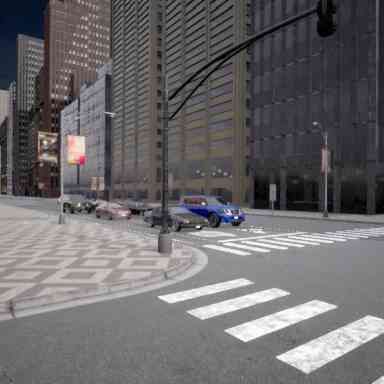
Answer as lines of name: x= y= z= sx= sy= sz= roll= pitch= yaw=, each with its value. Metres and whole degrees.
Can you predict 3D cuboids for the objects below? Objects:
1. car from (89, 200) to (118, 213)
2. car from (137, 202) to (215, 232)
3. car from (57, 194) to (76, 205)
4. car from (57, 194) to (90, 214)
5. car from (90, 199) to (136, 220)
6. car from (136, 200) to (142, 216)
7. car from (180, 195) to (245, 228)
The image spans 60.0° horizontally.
car: x=-10.591 y=1.652 z=39.541 sx=1.812 sy=1.442 sz=4.674 roll=1 pitch=-1 yaw=-35
car: x=-1.182 y=1.568 z=20.780 sx=2.033 sy=1.411 sz=5.357 roll=1 pitch=-1 yaw=-35
car: x=-24.725 y=1.490 z=65.215 sx=2.150 sy=2.045 sz=5.566 roll=1 pitch=-1 yaw=-36
car: x=-13.103 y=1.323 z=37.471 sx=2.150 sy=2.045 sz=5.566 roll=1 pitch=-1 yaw=-36
car: x=-6.879 y=1.585 z=28.747 sx=1.812 sy=1.442 sz=4.674 roll=1 pitch=-1 yaw=-36
car: x=-4.631 y=1.687 z=31.189 sx=1.895 sy=1.301 sz=4.718 roll=1 pitch=-1 yaw=-36
car: x=1.145 y=1.269 z=23.103 sx=2.150 sy=2.045 sz=5.566 roll=1 pitch=-1 yaw=-36
